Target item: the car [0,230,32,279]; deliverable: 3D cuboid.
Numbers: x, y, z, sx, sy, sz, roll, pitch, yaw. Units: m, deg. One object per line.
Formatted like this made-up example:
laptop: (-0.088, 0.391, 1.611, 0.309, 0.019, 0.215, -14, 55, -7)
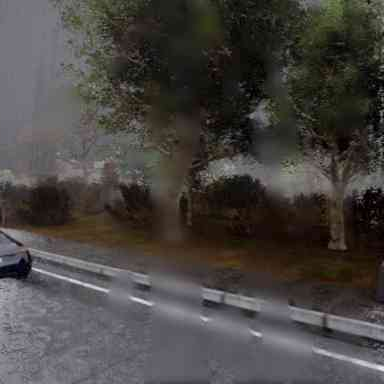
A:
car: (-6.110, 1.569, 8.995, 4.181, 1.385, 1.994, 0, 0, 40)
